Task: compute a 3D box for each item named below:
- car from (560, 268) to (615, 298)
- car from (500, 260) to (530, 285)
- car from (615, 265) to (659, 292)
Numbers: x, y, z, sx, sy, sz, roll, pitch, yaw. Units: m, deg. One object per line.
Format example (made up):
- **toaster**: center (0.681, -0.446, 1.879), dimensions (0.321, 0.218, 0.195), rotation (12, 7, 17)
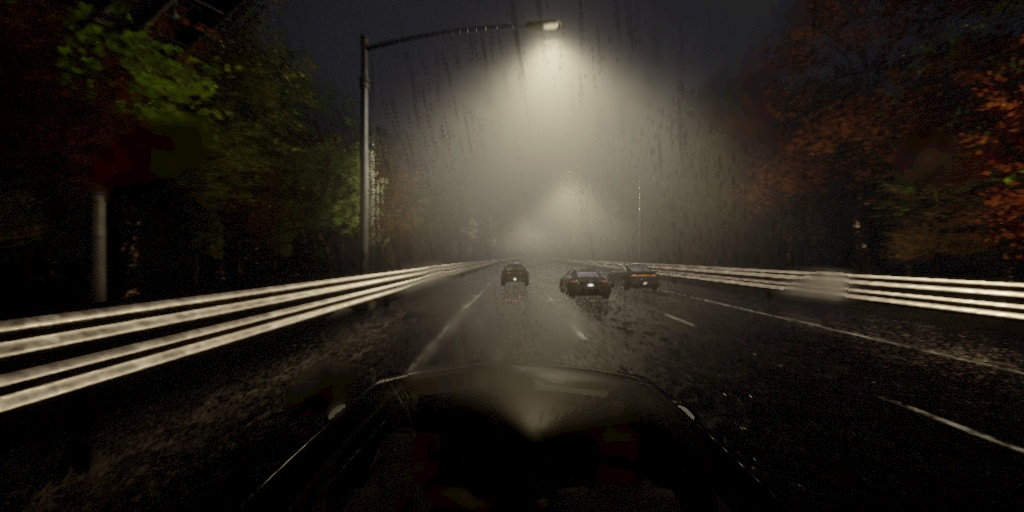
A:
- **car**: center (3.652, 1.324, 18.563), dimensions (1.994, 1.385, 4.181), rotation (0, 0, 0)
- **car**: center (0.222, 1.264, 26.200), dimensions (1.837, 1.490, 4.892), rotation (0, 0, 1)
- **car**: center (7.176, 1.257, 21.637), dimensions (2.128, 1.511, 4.902), rotation (0, 0, 1)
